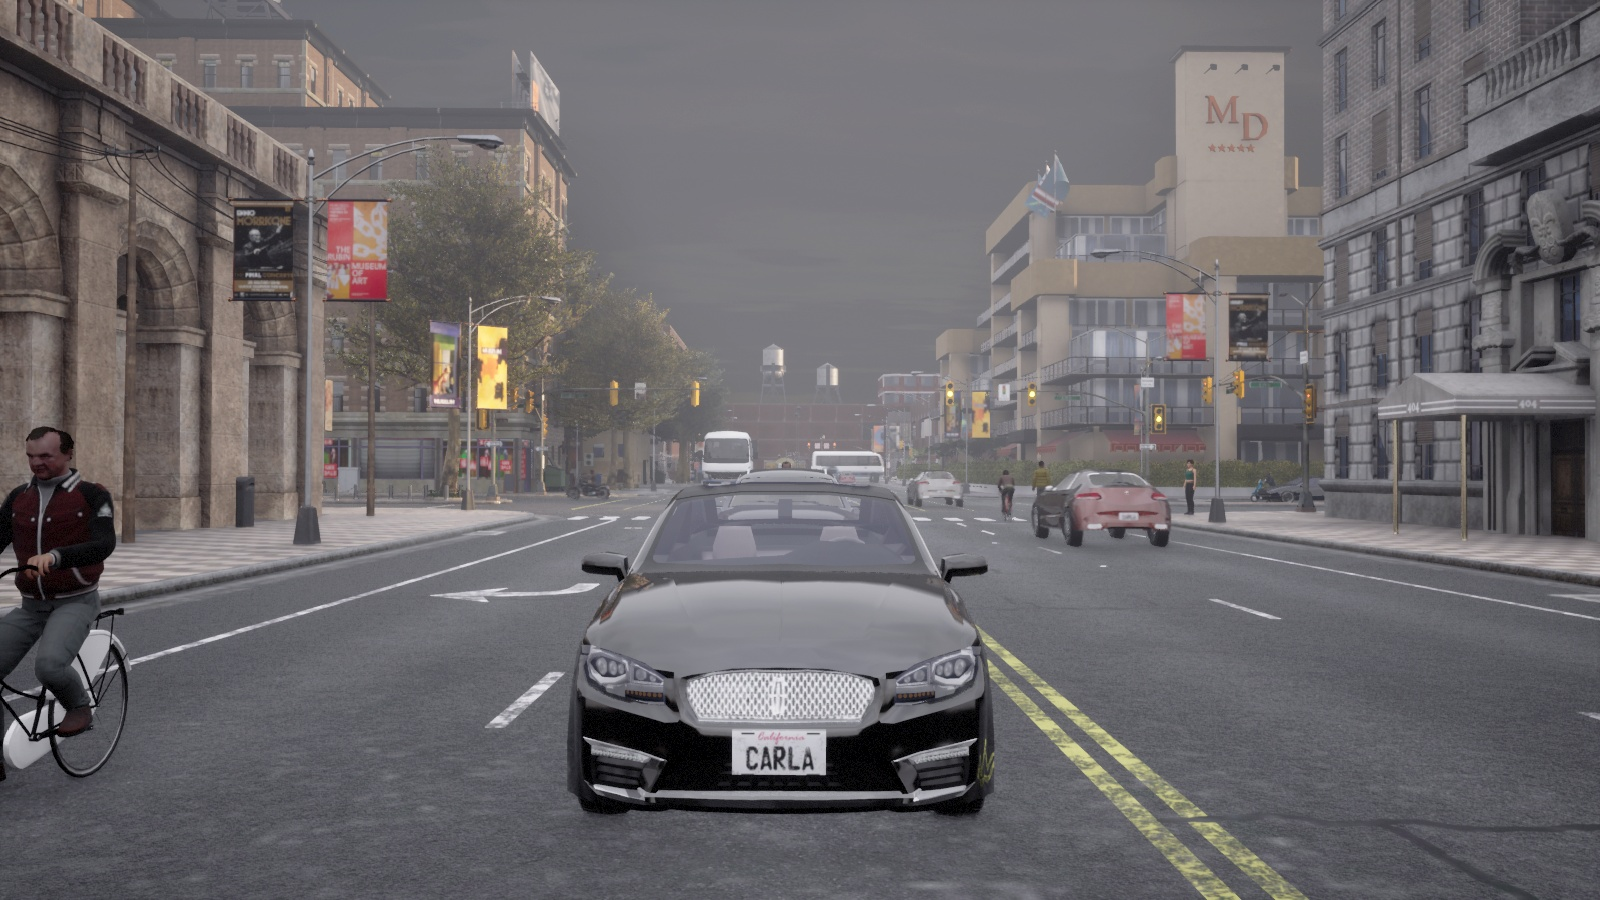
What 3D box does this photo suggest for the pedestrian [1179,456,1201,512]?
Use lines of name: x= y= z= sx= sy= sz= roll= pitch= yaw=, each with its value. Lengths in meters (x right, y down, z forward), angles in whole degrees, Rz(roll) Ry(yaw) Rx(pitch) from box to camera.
pedestrian: x=12.871 y=1.114 z=41.451 sx=0.594 sy=1.836 sz=0.345 roll=0 pitch=-1 yaw=-17

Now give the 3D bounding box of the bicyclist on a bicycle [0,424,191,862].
bicyclist on a bicycle: x=-3.575 y=0.796 z=5.776 sx=0.659 sy=1.776 sz=1.843 roll=0 pitch=-1 yaw=0

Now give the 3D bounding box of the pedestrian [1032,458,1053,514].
pedestrian: x=8.035 y=1.191 z=41.583 sx=0.431 sy=1.840 sz=0.709 roll=-1 pitch=-1 yaw=35

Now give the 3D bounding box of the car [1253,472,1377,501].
car: x=25.783 y=1.814 z=63.007 sx=5.357 sy=1.411 sz=2.033 roll=0 pitch=-1 yaw=-1

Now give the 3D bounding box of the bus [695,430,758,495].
bus: x=-4.931 y=0.914 z=86.961 sx=3.944 sy=4.253 sz=10.273 roll=0 pitch=-1 yaw=-1

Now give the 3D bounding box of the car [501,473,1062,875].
car: x=-0.075 y=0.892 z=7.228 sx=2.128 sy=1.511 sz=4.902 roll=0 pitch=-1 yaw=0

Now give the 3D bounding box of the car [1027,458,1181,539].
car: x=6.681 y=1.039 z=28.217 sx=2.152 sy=1.651 sz=5.027 roll=0 pitch=-1 yaw=-1

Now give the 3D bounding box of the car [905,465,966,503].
car: x=6.131 y=1.529 z=57.332 sx=2.152 sy=1.651 sz=5.027 roll=0 pitch=-1 yaw=-1

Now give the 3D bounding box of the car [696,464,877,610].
car: x=-0.165 y=1.024 z=16.622 sx=2.033 sy=1.649 sz=4.856 roll=0 pitch=-1 yaw=0

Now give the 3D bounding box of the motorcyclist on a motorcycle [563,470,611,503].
motorcyclist on a motorcycle: x=-11.120 y=1.910 z=65.684 sx=2.350 sy=1.649 sz=0.766 roll=-1 pitch=0 yaw=11
